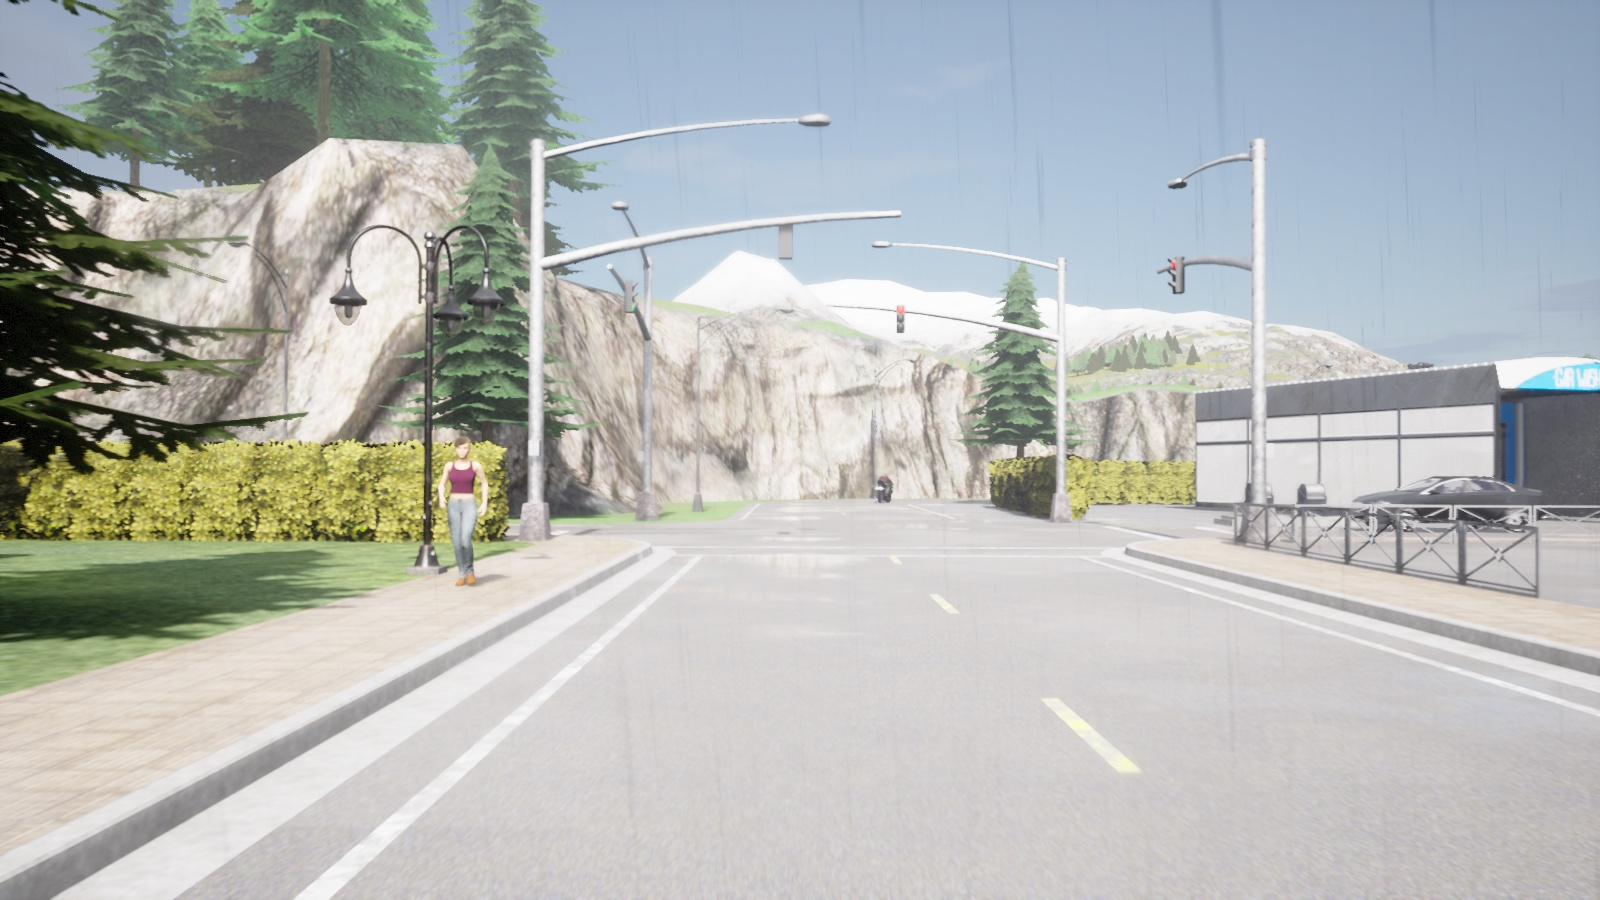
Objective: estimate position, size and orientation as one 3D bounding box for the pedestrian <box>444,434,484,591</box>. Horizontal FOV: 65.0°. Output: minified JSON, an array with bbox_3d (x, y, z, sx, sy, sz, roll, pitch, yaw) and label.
[{"bbox_3d":[-4.024,0.738,15.063,0.345,1.836,0.594,0,-1,-2],"label":"pedestrian"}]

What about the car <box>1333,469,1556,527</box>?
[{"bbox_3d":[17.295,1.269,33.879,4.902,1.511,2.128,0,-1,1],"label":"car"}]

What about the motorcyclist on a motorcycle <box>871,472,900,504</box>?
[{"bbox_3d":[4.203,1.865,61.667,0.866,1.530,2.191,1,-1,19],"label":"motorcyclist on a motorcycle"}]
